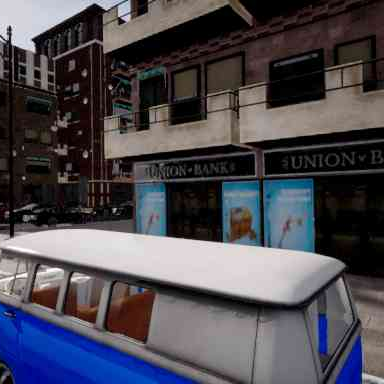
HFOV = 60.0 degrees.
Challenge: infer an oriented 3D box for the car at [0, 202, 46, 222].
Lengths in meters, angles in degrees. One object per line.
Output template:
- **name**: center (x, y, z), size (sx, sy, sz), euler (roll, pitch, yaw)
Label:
- **car**: center (-12.484, 1.635, 26.980), size (1.837, 1.490, 4.892), euler (-1, -1, 36)

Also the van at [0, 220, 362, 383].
- **van**: center (-0.516, 1.342, 3.219), size (3.998, 1.788, 1.690), euler (0, -1, 35)

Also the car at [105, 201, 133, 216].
- **car**: center (-6.349, 1.681, 35.390), size (2.128, 1.511, 4.902), euler (-1, -1, 36)

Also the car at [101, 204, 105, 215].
- **car**: center (-8.820, 1.798, 36.408), size (1.947, 1.339, 4.313), euler (-2, -1, 36)

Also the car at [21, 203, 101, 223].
- **car**: center (-8.690, 1.583, 22.357), size (1.947, 1.339, 4.313), euler (-2, -1, 36)
